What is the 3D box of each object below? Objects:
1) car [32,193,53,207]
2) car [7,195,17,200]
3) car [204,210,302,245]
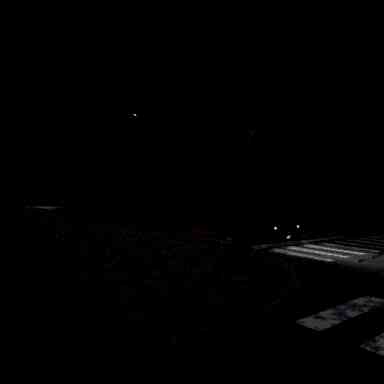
[{"bbox_3d":[-23.186,1.207,51.589,2.150,2.045,5.566,1,0,-36],"label":"car"},{"bbox_3d":[-42.282,1.394,78.204,1.812,1.442,4.674,1,-1,-36],"label":"car"},{"bbox_3d":[2.691,1.551,15.511,1.895,1.301,4.718,1,0,-36],"label":"car"}]
